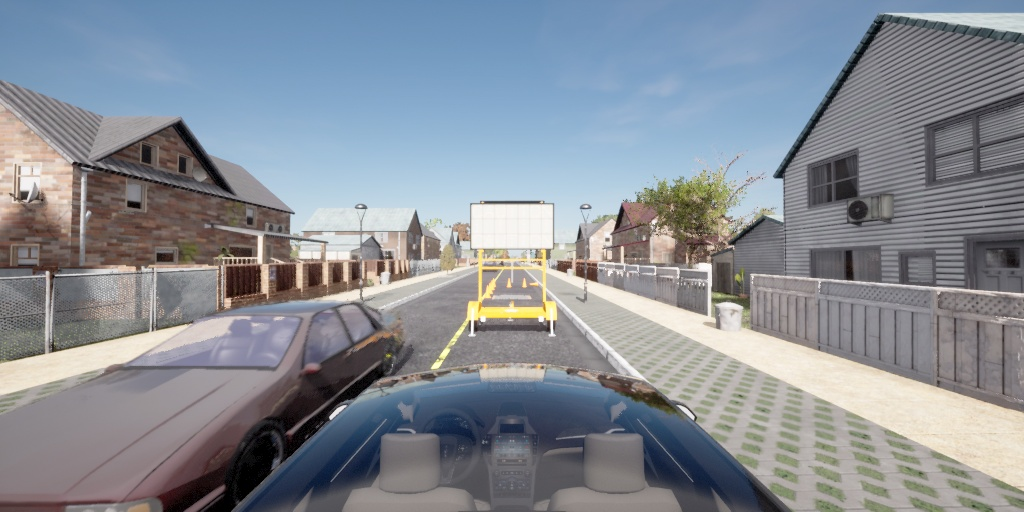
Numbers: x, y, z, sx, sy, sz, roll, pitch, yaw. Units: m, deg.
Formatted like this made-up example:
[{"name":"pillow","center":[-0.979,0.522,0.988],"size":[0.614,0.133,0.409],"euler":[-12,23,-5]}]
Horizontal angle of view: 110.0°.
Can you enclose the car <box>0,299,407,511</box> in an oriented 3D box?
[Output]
[{"name":"car","center":[-2.849,1.299,4.441],"size":[2.033,1.411,5.357],"euler":[0,0,0]}]

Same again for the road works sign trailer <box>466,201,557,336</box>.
[{"name":"road works sign trailer","center":[0.007,0.220,10.362],"size":[2.380,3.560,2.880],"euler":[0,0,0]}]

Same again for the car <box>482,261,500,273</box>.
[{"name":"car","center":[-2.882,1.401,45.667],"size":[1.994,1.385,4.181],"euler":[0,0,0]}]
